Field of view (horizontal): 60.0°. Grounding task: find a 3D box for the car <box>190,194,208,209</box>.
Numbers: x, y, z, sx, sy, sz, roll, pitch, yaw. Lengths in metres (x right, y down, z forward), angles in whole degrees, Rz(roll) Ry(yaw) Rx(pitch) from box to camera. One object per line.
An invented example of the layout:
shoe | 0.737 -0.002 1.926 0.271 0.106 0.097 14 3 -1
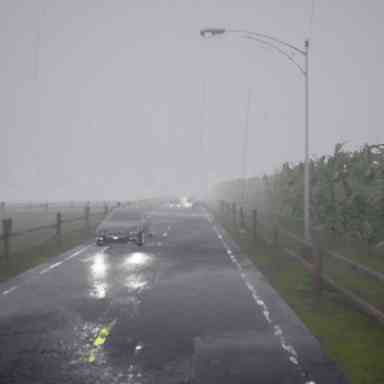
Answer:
car | 0.963 1.380 42.310 1.812 1.442 4.674 0 0 0

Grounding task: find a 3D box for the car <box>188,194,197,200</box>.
car | 0.003 1.113 75.699 1.994 1.385 4.181 0 0 0

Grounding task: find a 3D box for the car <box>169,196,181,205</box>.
car | -2.802 1.357 55.986 2.033 1.411 5.357 0 0 1

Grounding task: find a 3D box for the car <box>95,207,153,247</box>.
car | -2.850 1.453 14.813 1.837 1.490 4.892 0 0 0

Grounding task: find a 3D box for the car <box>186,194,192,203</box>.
car | 0.000 1.300 60.823 1.837 1.490 4.892 0 0 0
